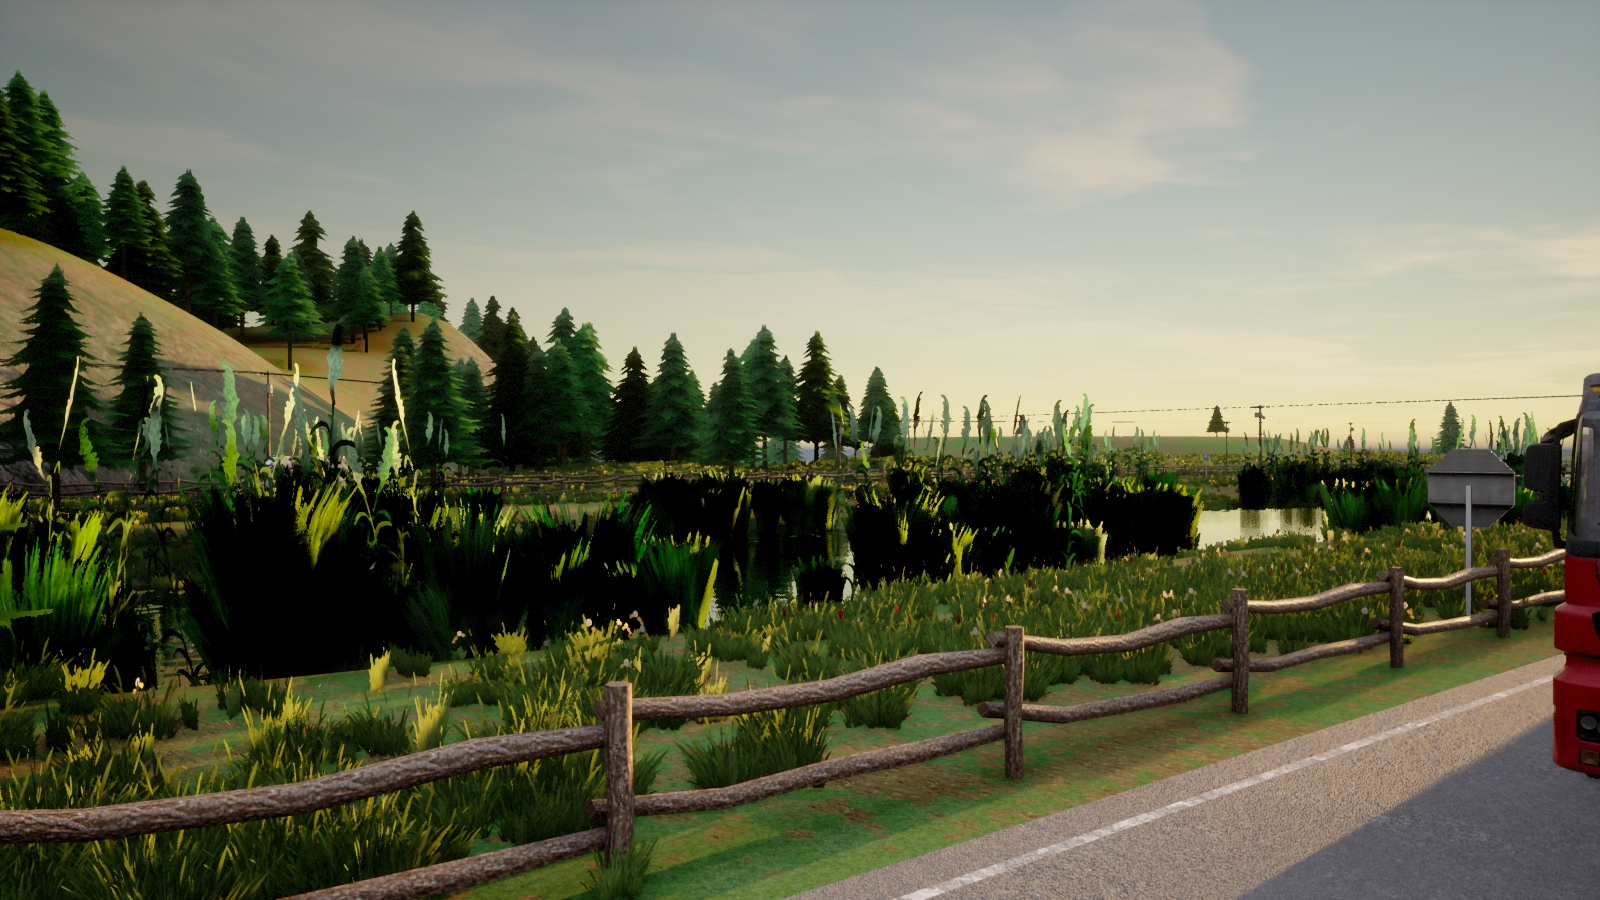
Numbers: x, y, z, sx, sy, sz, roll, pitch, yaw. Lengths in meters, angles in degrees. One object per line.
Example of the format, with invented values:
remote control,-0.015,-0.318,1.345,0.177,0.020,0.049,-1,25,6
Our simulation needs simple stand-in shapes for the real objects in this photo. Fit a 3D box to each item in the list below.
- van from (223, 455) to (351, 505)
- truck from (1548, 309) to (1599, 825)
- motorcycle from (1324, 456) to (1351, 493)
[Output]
van,-27.385,1.534,61.174,1.988,2.561,5.915,0,0,43
truck,9.529,0.862,10.954,2.891,3.827,8.468,0,0,40
motorcycle,35.021,1.577,74.470,2.033,2.348,0.803,0,0,-39
